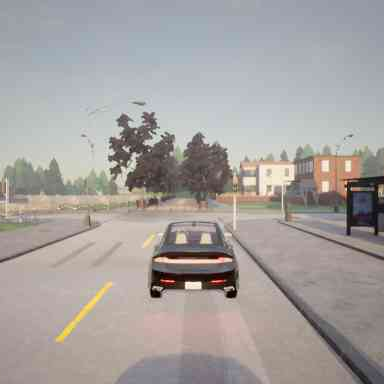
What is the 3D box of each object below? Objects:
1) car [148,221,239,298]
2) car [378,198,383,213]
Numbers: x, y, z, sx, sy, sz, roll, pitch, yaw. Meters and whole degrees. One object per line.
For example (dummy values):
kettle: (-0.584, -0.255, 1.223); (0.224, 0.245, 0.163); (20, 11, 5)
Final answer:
car: (0.049, 1.492, 8.484); (2.128, 1.511, 4.902); (0, 0, 1)
car: (18.731, 1.353, 33.377); (4.553, 1.767, 2.097); (0, 0, 0)
